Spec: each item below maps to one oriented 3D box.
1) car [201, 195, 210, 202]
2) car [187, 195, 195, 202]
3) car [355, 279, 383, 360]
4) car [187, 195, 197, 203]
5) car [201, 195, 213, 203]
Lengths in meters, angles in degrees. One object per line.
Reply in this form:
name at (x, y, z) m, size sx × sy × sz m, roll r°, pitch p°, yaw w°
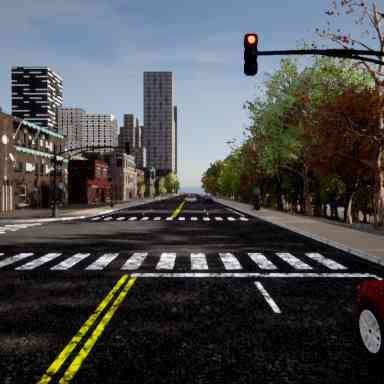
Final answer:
car at (3.088, 1.470, 76.289) m, size 1.837 × 1.490 × 4.892 m, roll 0°, pitch 0°, yaw 0°
car at (-0.167, 1.469, 77.348) m, size 1.837 × 1.490 × 4.892 m, roll 0°, pitch 0°, yaw 0°
car at (3.344, 1.477, 2.928) m, size 1.882 × 1.535 × 5.008 m, roll 0°, pitch 0°, yaw 0°
car at (-0.045, 1.575, 67.309) m, size 1.895 × 1.301 × 4.718 m, roll 0°, pitch 0°, yaw 0°
car at (3.206, 1.523, 65.794) m, size 2.033 × 1.411 × 5.357 m, roll 0°, pitch 0°, yaw 0°
